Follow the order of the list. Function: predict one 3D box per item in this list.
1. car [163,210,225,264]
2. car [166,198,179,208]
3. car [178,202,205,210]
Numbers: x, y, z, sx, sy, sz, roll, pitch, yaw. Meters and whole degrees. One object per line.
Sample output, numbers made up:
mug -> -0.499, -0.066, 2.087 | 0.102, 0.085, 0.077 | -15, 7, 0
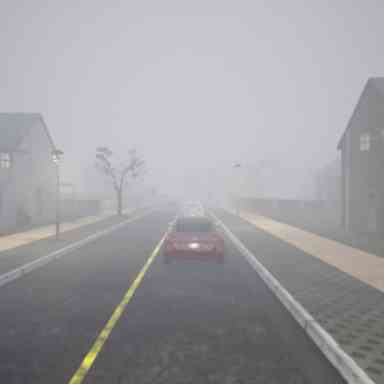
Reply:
car -> 0.071, 1.560, 11.882 | 1.994, 1.385, 4.181 | 0, 0, 0
car -> -2.792, 1.532, 48.821 | 2.033, 1.411, 5.357 | 0, 0, 1
car -> 0.072, 1.517, 27.325 | 1.812, 1.442, 4.674 | 0, 0, 0
